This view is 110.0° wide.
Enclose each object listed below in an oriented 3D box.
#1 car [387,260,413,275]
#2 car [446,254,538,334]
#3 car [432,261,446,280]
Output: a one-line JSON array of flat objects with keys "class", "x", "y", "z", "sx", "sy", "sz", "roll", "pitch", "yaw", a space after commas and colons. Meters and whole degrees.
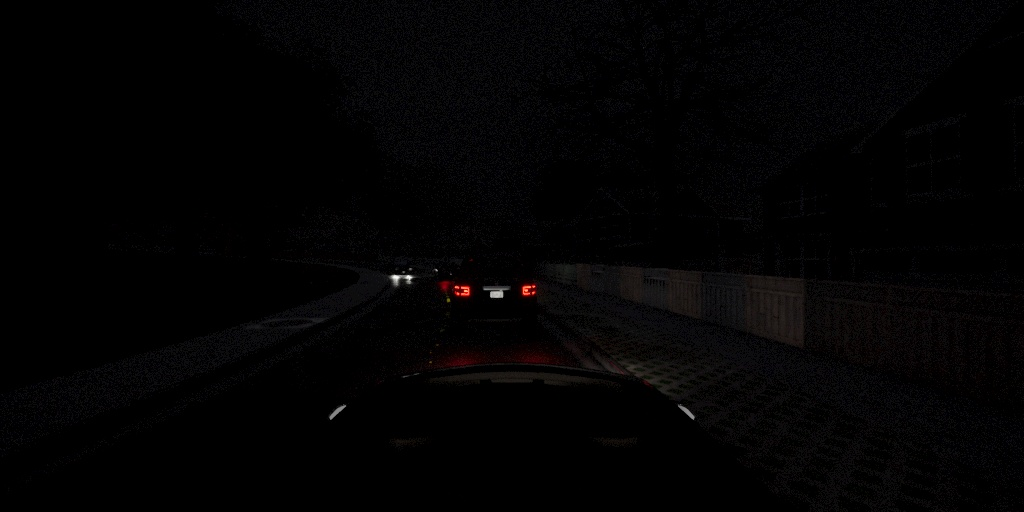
[{"class": "car", "x": -11.494, "y": 1.146, "z": 36.447, "sx": 2.033, "sy": 1.411, "sz": 5.357, "roll": 0, "pitch": 0, "yaw": -27}, {"class": "car", "x": -0.658, "y": 0.972, "z": 10.867, "sx": 2.150, "sy": 2.045, "sz": 5.566, "roll": 0, "pitch": 0, "yaw": -7}, {"class": "car", "x": -5.498, "y": 1.170, "z": 29.957, "sx": 2.128, "sy": 1.511, "sz": 4.902, "roll": 0, "pitch": 0, "yaw": -20}]
